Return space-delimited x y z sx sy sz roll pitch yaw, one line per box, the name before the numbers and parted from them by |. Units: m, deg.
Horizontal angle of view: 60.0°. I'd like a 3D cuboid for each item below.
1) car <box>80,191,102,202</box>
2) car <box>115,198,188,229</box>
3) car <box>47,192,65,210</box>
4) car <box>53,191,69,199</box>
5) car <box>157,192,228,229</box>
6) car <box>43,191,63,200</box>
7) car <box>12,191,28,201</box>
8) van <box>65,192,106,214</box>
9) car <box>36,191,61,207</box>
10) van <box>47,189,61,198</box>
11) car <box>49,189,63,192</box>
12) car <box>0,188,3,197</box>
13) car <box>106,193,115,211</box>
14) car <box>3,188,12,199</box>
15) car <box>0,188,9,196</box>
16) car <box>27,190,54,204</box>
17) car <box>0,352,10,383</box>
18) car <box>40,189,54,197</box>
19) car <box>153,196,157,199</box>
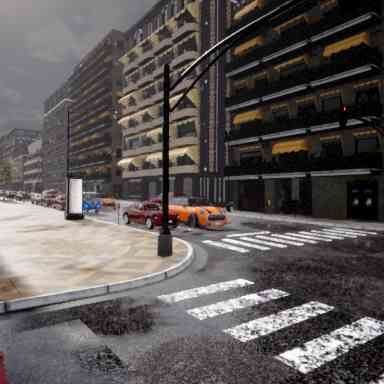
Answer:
car | -15.650 0.710 51.425 1.967 1.590 4.097 2 0 -36
car | -2.434 1.261 19.053 1.887 1.381 4.507 2 0 -36
car | -12.427 0.997 32.768 1.887 1.381 4.507 2 0 -36
car | -25.747 0.529 65.277 1.752 1.417 4.829 2 0 -36
car | 0.109 1.108 19.904 2.097 1.767 4.553 1 0 -35
car | -25.090 0.599 59.983 2.033 1.411 5.357 1 0 -38
car | -25.749 0.541 51.055 1.967 1.590 4.097 2 0 -36
van | -9.090 0.881 28.197 1.690 1.788 3.998 2 0 -36
car | -15.759 0.909 37.340 1.887 1.381 4.507 2 0 -36
van | -28.973 0.260 69.711 1.690 1.788 3.998 2 0 -36
car | -19.755 0.579 47.343 2.097 1.767 4.553 1 1 -36
car | -39.078 0.301 69.341 2.008 1.369 4.403 2 0 -36
car | -8.789 0.869 32.166 2.097 1.767 4.553 1 1 -36
car | -32.416 0.470 60.198 1.887 1.381 4.507 2 0 -36
car | -42.402 -0.022 73.913 2.192 1.841 5.009 2 0 -36
car | -18.990 0.805 41.774 1.752 1.417 4.829 2 0 -36
car | -3.108 1.600 0.942 4.718 1.301 1.895 0 0 -34
car | -32.307 0.272 74.283 1.967 1.590 4.097 2 0 -36
car | -2.322 0.936 33.138 2.192 1.841 5.009 2 0 -36
